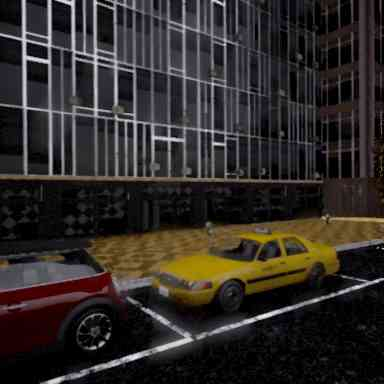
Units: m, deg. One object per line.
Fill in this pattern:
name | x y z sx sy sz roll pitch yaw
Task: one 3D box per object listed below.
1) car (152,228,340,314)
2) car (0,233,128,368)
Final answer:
car | 1.445 1.533 7.596 4.829 1.417 1.752 0 -1 -35
car | -3.046 1.440 4.398 4.097 1.590 1.967 0 -1 -35
